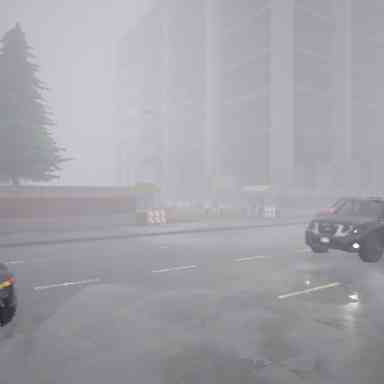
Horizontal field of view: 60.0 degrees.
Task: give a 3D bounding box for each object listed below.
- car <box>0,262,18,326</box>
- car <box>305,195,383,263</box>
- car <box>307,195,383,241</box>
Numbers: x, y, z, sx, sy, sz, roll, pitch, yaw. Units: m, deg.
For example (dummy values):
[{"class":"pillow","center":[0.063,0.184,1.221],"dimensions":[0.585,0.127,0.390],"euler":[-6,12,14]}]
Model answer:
[{"class":"car","center":[-4.859,1.564,4.770],"dimensions":[4.181,1.385,1.994],"euler":[0,0,-36]},{"class":"car","center":[6.670,1.223,12.305],"dimensions":[5.566,2.045,2.150],"euler":[0,0,-32]},{"class":"car","center":[8.929,1.216,17.842],"dimensions":[5.566,2.045,2.150],"euler":[-1,0,-32]}]
